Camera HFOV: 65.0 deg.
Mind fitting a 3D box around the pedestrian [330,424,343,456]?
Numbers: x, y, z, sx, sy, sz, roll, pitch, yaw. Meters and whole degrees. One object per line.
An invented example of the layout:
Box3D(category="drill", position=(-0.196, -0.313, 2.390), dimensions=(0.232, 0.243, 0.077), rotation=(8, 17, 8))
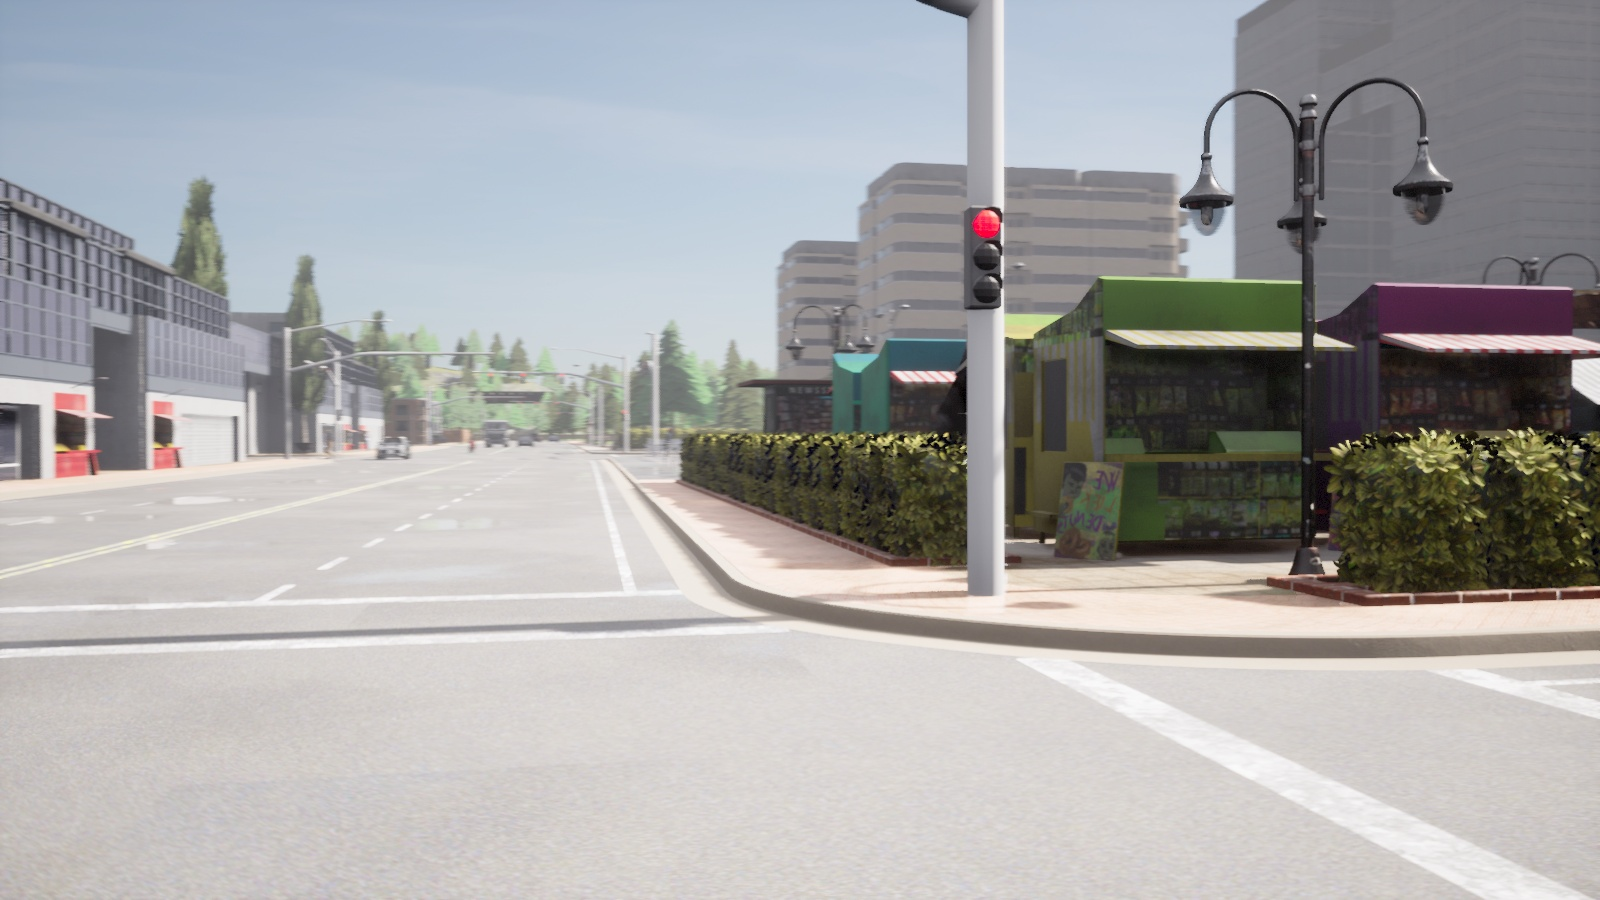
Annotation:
Box3D(category="pedestrian", position=(-27.085, -0.584, 73.382), dimensions=(0.694, 1.848, 0.540), rotation=(0, 1, -24))

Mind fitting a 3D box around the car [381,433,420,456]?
Box3D(category="car", position=(-25.624, -0.366, 80.629), dimensions=(1.970, 1.475, 3.806), rotation=(0, 1, -11))
